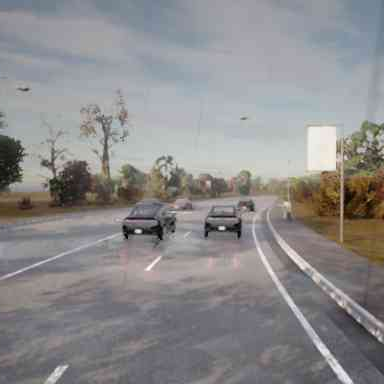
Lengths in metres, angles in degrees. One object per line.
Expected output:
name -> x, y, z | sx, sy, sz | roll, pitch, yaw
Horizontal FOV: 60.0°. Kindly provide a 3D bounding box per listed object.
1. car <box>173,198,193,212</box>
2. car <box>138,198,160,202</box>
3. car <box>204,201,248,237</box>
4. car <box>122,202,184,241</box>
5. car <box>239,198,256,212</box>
car -> -1.154, 1.468, 38.887 | 1.812, 1.442, 4.674 | 0, 0, 14
car -> -4.939, 1.431, 38.176 | 1.837, 1.490, 4.892 | 0, 0, 14
car -> 1.769, 1.479, 17.911 | 2.128, 1.511, 4.902 | 0, 0, 9
car -> -1.969, 1.464, 16.588 | 2.128, 1.511, 4.902 | 0, 0, 8
car -> 6.443, 1.486, 39.499 | 1.837, 1.490, 4.892 | 0, 0, 14
